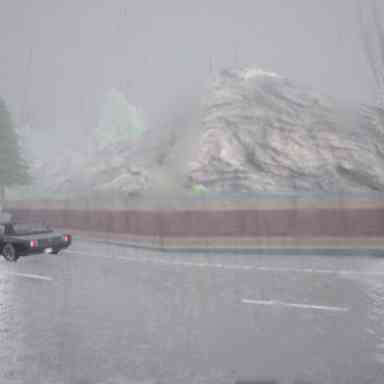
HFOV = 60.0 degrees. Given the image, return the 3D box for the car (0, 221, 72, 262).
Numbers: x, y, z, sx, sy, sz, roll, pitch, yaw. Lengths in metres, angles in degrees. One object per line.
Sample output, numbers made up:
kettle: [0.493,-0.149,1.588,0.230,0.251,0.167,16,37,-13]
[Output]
car: [-6.866,1.768,12.734,4.718,1.301,1.895,-1,-1,32]
